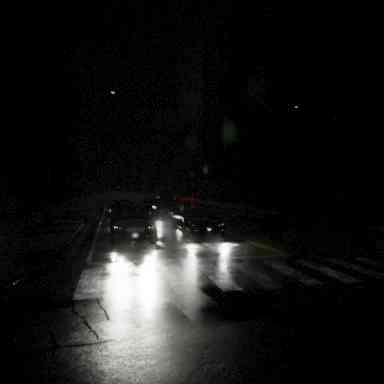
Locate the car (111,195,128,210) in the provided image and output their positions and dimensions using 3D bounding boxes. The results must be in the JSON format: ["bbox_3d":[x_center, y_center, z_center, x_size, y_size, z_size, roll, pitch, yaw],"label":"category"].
[{"bbox_3d":[-8.478,1.167,38.662,1.812,1.442,4.674,1,1,-14],"label":"car"}]

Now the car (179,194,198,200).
[{"bbox_3d":[-0.495,1.033,47.609,2.097,1.767,4.553,1,0,-13],"label":"car"}]

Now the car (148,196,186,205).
[{"bbox_3d":[-2.064,1.288,25.949,1.837,1.490,4.892,1,0,-14],"label":"car"}]

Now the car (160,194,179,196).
[{"bbox_3d":[-3.659,1.196,46.925,2.033,1.411,5.357,1,0,-13],"label":"car"}]

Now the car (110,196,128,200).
[{"bbox_3d":[-5.285,1.297,25.441,2.033,1.411,5.357,1,0,-14],"label":"car"}]

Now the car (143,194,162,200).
[{"bbox_3d":[-4.518,1.248,36.072,2.033,1.411,5.357,1,0,-14],"label":"car"}]

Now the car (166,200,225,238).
[{"bbox_3d":[0.165,1.361,16.745,1.837,1.490,4.892,1,0,-14],"label":"car"}]

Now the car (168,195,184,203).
[{"bbox_3d":[-2.867,1.196,57.203,1.895,1.301,4.718,1,0,-14],"label":"car"}]

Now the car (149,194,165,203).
[{"bbox_3d":[-6.016,1.055,56.406,2.128,1.511,4.902,1,0,-14],"label":"car"}]

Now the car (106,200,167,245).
[{"bbox_3d":[-2.679,1.325,14.709,2.128,1.511,4.902,1,0,-14],"label":"car"}]
